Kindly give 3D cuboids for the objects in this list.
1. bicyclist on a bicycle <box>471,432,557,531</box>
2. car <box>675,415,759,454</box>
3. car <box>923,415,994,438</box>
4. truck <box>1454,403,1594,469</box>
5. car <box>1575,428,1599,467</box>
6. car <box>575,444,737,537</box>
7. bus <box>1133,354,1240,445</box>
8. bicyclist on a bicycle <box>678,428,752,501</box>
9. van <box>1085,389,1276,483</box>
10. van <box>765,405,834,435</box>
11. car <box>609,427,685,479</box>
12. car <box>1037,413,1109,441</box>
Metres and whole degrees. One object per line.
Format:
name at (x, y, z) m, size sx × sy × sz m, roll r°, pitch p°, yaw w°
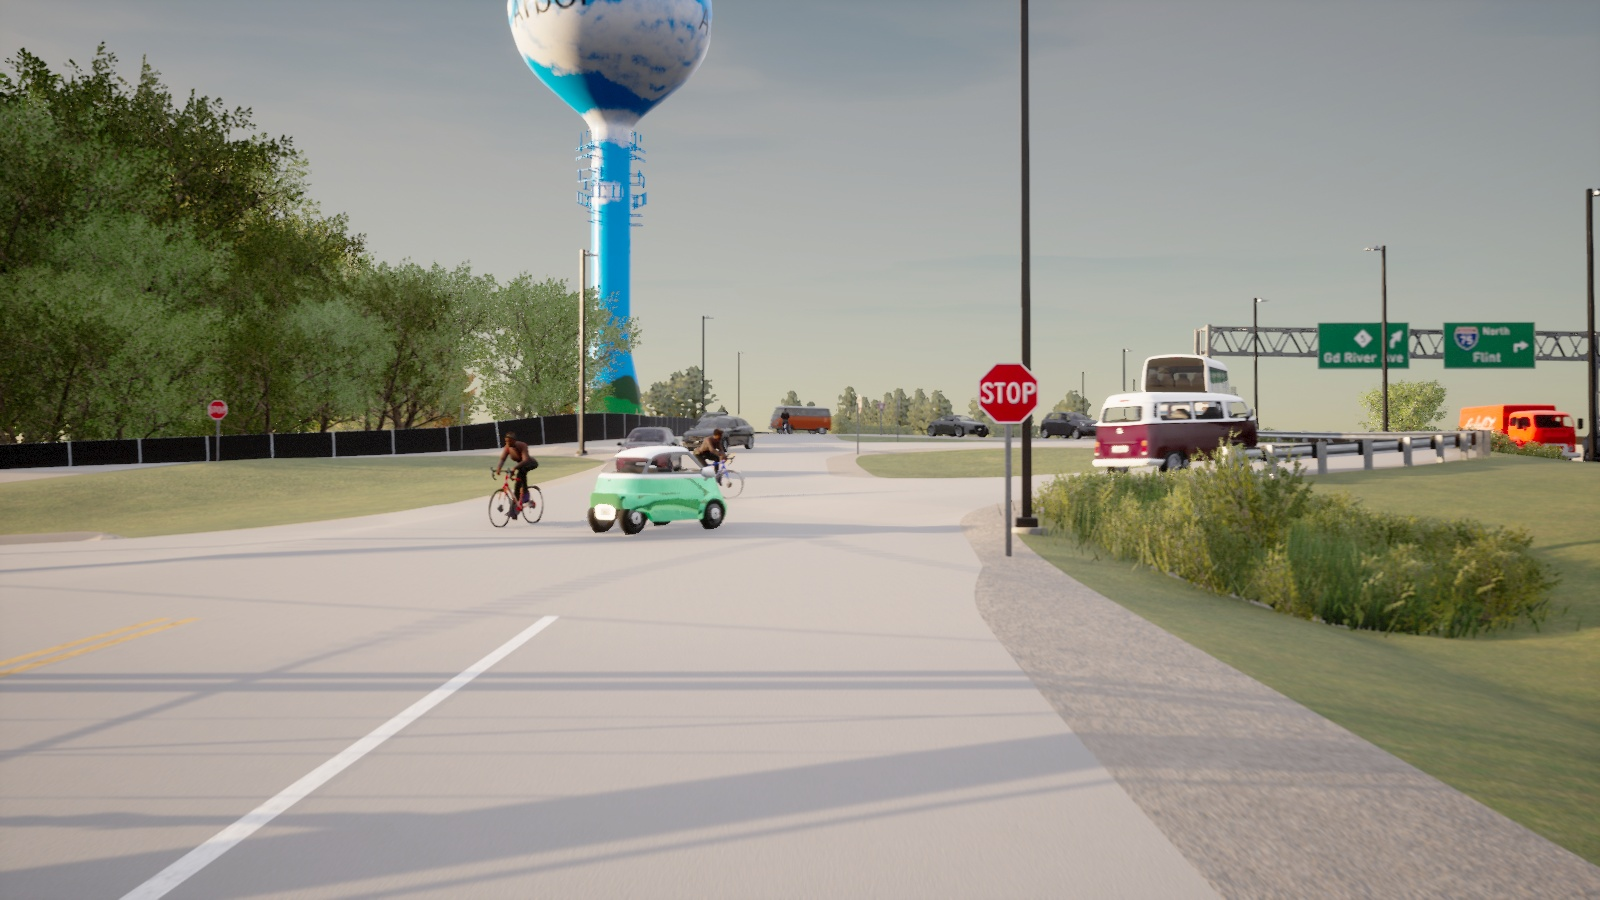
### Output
bicyclist on a bicycle at (-4.865, 0.504, 21.484) m, size 0.582 × 1.620 × 1.656 m, roll 0°, pitch 1°, yaw 21°
car at (-3.558, -0.707, 54.975) m, size 1.837 × 1.490 × 4.892 m, roll 1°, pitch 3°, yaw 20°
car at (9.656, -1.434, 76.740) m, size 1.994 × 1.385 × 4.181 m, roll 0°, pitch 1°, yaw -34°
truck at (28.745, -0.531, 50.108) m, size 2.627 × 2.467 × 5.204 m, roll 0°, pitch 0°, yaw 1°
car at (32.213, -0.089, 48.332) m, size 2.007 × 1.525 × 4.514 m, roll 0°, pitch 0°, yaw 1°
car at (-2.320, 0.615, 20.471) m, size 1.481 × 1.376 × 2.207 m, roll 1°, pitch 1°, yaw 40°
bus at (19.988, -2.533, 64.415) m, size 3.944 × 4.253 × 10.273 m, roll 1°, pitch 2°, yaw 25°
bicyclist on a bicycle at (-1.943, 0.333, 28.688) m, size 1.656 × 1.620 × 0.582 m, roll -1°, pitch -2°, yaw 31°
van at (9.132, -0.355, 30.021) m, size 4.480 × 2.038 × 2.069 m, roll -3°, pitch 1°, yaw -37°
van at (-0.048, -2.056, 87.618) m, size 4.442 × 1.987 × 1.775 m, roll 1°, pitch 0°, yaw -28°
car at (-4.763, 0.056, 39.516) m, size 1.845 × 1.501 × 3.633 m, roll 0°, pitch 2°, yaw 2°
car at (14.836, -1.273, 68.456) m, size 1.845 × 1.501 × 3.633 m, roll 0°, pitch 1°, yaw -30°
